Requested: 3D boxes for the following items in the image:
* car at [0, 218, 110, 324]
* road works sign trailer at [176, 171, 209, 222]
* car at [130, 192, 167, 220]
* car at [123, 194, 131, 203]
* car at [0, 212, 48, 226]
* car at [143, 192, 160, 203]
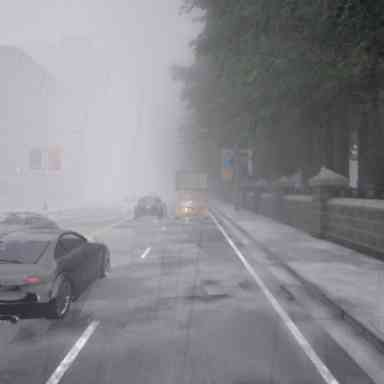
[{"bbox_3d":[-3.147,1.497,7.150,1.994,1.385,4.181,0,1,0],"label":"car"},{"bbox_3d":[0.008,0.238,24.228,2.380,3.560,2.880,0,1,0],"label":"road works sign trailer"},{"bbox_3d":[-3.141,1.111,25.888,2.097,1.767,4.553,0,1,0],"label":"car"},{"bbox_3d":[-9.773,1.024,53.960,1.812,1.442,4.674,0,1,1],"label":"car"},{"bbox_3d":[-6.592,1.448,12.428,1.994,1.385,4.181,0,1,0],"label":"car"},{"bbox_3d":[-6.528,0.849,54.114,2.097,1.767,4.553,0,1,1],"label":"car"}]
